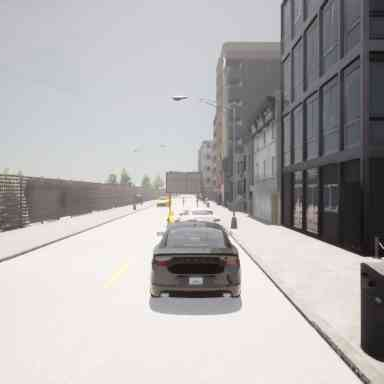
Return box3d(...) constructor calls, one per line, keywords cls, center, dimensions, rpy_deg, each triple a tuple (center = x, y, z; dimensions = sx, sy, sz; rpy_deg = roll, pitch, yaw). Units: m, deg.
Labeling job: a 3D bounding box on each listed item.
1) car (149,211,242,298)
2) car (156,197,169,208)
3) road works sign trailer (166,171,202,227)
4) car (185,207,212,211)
box3d(cls="car", center=(0.072, 1.478, 8.560), dimensions=(1.882, 1.535, 5.008), rpy_deg=(0, 0, 0))
box3d(cls="car", center=(-4.153, 1.477, 48.416), dimensions=(1.882, 1.535, 5.008), rpy_deg=(0, 0, 0))
box3d(cls="road works sign trailer", center=(-0.565, 0.464, 21.411), dimensions=(2.380, 3.560, 2.880), rpy_deg=(0, 0, -17))
box3d(cls="car", center=(0.342, 1.541, 17.914), dimensions=(1.812, 1.442, 4.674), rpy_deg=(0, -1, -8))
